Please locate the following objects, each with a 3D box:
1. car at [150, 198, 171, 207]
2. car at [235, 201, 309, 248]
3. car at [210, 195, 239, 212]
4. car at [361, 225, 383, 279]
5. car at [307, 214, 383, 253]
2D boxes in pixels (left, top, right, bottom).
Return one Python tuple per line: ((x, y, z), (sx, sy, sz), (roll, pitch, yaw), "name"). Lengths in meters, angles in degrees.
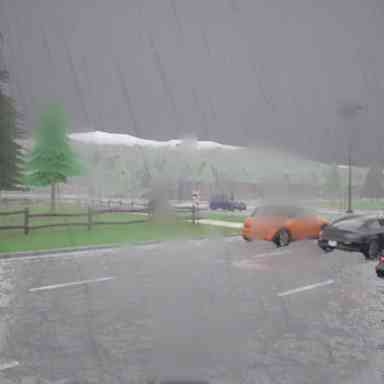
((-5.456, 1.763, 57.127), (2.128, 1.511, 4.902), (1, 0, -35), "car")
((4.544, 1.454, 15.600), (4.553, 1.767, 2.097), (1, 0, -35), "car")
((4.569, 1.450, 42.697), (2.150, 2.045, 5.566), (1, 0, -35), "car")
((6.868, 1.632, 8.663), (5.357, 1.411, 2.033), (1, 0, -35), "car")
((6.759, 1.630, 12.879), (4.674, 1.442, 1.812), (1, 0, -35), "car")
